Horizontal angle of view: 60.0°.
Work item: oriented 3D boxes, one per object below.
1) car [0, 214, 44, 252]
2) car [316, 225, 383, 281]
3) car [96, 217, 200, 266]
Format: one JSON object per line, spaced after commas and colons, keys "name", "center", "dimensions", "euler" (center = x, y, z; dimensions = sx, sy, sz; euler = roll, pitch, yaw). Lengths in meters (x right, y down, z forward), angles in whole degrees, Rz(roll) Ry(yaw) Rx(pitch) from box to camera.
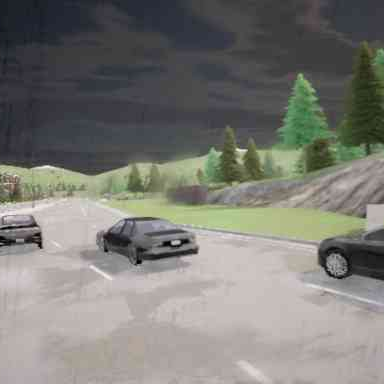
{"name": "car", "center": [-8.113, 1.780, 15.458], "dimensions": [2.128, 1.511, 4.902], "euler": [-2, 0, -30]}
{"name": "car", "center": [4.916, 1.322, 7.103], "dimensions": [1.837, 1.490, 4.892], "euler": [-1, -1, -26]}
{"name": "car", "center": [-1.847, 1.609, 12.022], "dimensions": [2.033, 1.411, 5.357], "euler": [-2, 0, -33]}
